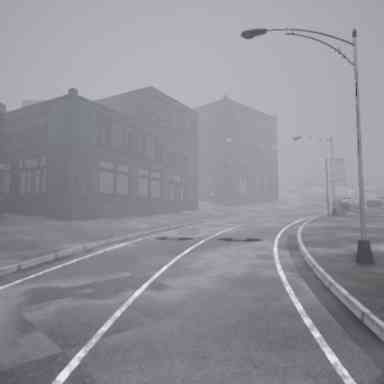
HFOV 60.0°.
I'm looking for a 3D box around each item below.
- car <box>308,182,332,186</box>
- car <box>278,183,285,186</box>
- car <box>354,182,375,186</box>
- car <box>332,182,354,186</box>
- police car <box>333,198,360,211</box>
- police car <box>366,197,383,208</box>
[{"bbox_3d":[31.717,-1.776,83.563,4.892,1.521,2.231,0,-5,-2],"label":"car"},{"bbox_3d":[20.782,-1.866,83.196,4.553,1.767,2.185,0,-5,-2],"label":"car"},{"bbox_3d":[42.774,-1.718,84.059,4.674,1.452,2.002,0,-5,-3],"label":"car"},{"bbox_3d":[37.234,-1.780,83.761,4.892,1.521,2.231,0,-5,-2],"label":"car"},{"bbox_3d":[19.835,1.559,42.487,5.238,1.638,1.930,0,-4,-42],"label":"police car"},{"bbox_3d":[27.420,1.506,48.282,5.238,1.638,1.930,-1,-4,-33],"label":"police car"}]
